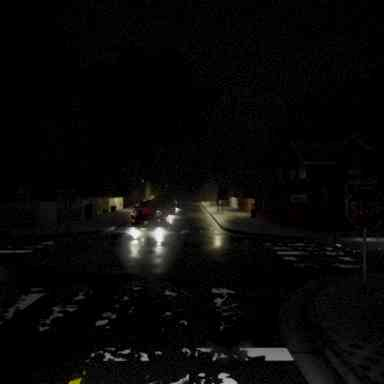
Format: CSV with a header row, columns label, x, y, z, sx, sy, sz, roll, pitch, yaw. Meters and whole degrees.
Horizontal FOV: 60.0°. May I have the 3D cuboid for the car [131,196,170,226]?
label,x,y,z,sx,sy,sz,roll,pitch,yaw
car,-2.900,1.353,23.104,2.097,1.767,4.553,0,0,0

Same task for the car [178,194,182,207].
label,x,y,z,sx,sy,sz,roll,pitch,yaw
car,-2.917,1.365,47.307,2.097,1.767,4.553,0,0,1

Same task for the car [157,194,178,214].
label,x,y,z,sx,sy,sz,roll,pitch,yaw
car,-2.925,1.229,35.573,2.150,2.045,5.566,0,0,0
